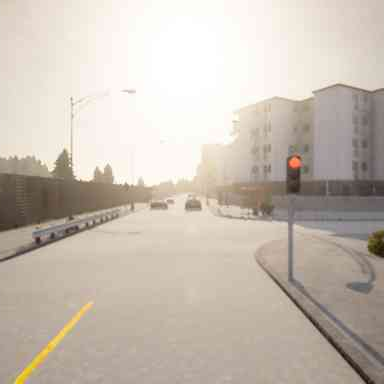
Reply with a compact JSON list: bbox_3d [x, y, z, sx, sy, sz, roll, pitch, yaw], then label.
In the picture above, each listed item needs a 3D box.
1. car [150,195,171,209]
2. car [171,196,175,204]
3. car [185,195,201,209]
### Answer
[{"bbox_3d":[-4.043,1.420,41.822,1.994,1.385,4.181,0,0,0],"label":"car"},{"bbox_3d":[-4.005,1.330,56.826,1.812,1.442,4.674,0,0,1],"label":"car"},{"bbox_3d":[0.152,1.418,42.303,1.994,1.385,4.181,0,0,0],"label":"car"}]
